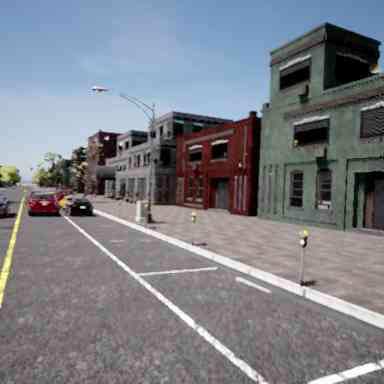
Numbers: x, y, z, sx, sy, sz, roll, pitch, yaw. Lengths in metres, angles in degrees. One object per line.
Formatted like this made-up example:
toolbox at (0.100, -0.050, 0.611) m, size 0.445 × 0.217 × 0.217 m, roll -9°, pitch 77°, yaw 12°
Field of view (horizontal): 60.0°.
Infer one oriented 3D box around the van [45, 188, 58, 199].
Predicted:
van at (-23.813, 0.253, 56.396) m, size 1.690 × 1.788 × 3.998 m, roll 1°, pitch 1°, yaw -26°

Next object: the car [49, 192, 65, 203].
car at (-18.891, 0.711, 46.458) m, size 1.802 × 1.307 × 4.206 m, roll 1°, pitch 1°, yaw -26°

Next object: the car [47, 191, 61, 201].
car at (-21.429, 0.543, 51.580) m, size 1.752 × 1.417 × 4.829 m, roll 1°, pitch 1°, yaw -26°

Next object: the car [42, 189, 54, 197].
car at (-28.822, 0.216, 66.490) m, size 1.752 × 1.417 × 4.829 m, roll 1°, pitch 1°, yaw -26°

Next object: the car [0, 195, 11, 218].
car at (-13.616, 0.913, 22.881) m, size 2.128 × 1.511 × 4.902 m, roll 2°, pitch 0°, yaw -26°

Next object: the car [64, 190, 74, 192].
car at (-13.956, 0.662, 36.516) m, size 2.192 × 1.841 × 5.009 m, roll 1°, pitch 1°, yaw -26°

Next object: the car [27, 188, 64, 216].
car at (-11.564, 0.830, 25.838) m, size 2.097 × 1.767 × 4.553 m, roll 2°, pitch 0°, yaw -27°

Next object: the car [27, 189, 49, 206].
car at (-17.250, 0.580, 37.202) m, size 2.097 × 1.767 × 4.553 m, roll 2°, pitch 0°, yaw -26°

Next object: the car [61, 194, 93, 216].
car at (-9.034, 1.130, 26.579) m, size 1.947 × 1.339 × 4.313 m, roll 1°, pitch 1°, yaw -26°

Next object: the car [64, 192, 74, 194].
car at (-11.571, 0.977, 31.700) m, size 1.752 × 1.417 × 4.829 m, roll 1°, pitch 1°, yaw -26°
